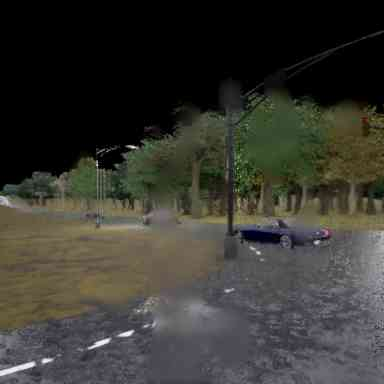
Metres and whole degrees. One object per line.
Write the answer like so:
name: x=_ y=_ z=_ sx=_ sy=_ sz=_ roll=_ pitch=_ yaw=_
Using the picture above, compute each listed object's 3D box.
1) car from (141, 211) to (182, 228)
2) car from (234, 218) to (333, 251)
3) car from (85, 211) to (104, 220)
car: x=-2.950 y=2.499 z=30.684 sx=2.033 sy=1.411 sz=5.357 roll=0 pitch=-2 yaw=-31
car: x=3.937 y=1.873 z=15.559 sx=1.895 sy=1.301 sz=4.718 roll=0 pitch=-2 yaw=-34
car: x=-14.839 y=3.480 z=50.760 sx=1.895 sy=1.301 sz=4.718 roll=0 pitch=-2 yaw=-30
